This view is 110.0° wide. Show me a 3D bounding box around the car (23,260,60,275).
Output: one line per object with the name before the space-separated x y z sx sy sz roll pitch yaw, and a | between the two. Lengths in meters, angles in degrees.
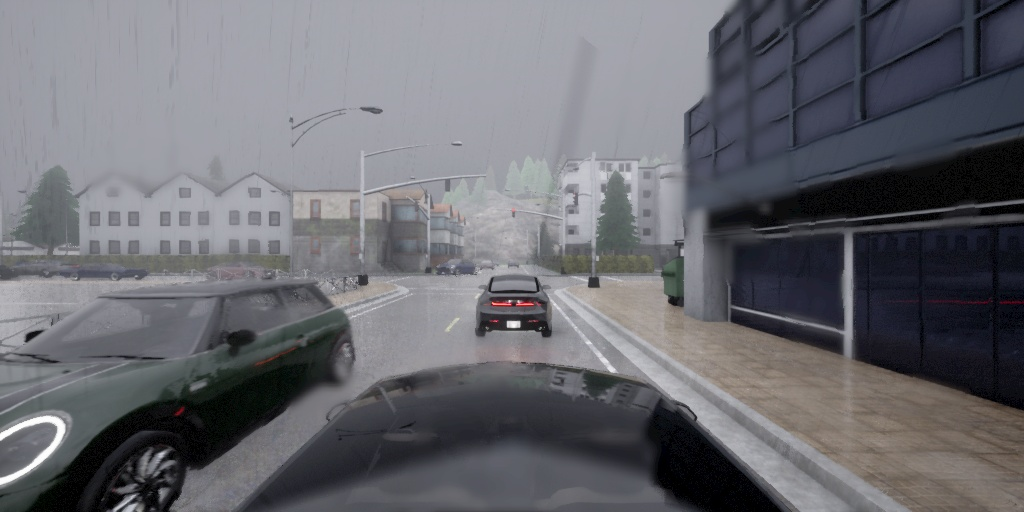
car | -39.486 1.065 30.245 4.902 1.511 2.128 0 0 0

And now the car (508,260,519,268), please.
car | 0.199 1.351 60.949 1.895 1.301 4.718 0 0 -1

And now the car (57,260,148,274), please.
car | -29.904 1.174 26.509 4.718 1.301 1.895 0 0 0

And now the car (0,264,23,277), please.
car | -40.126 1.174 26.592 4.718 1.301 1.895 0 0 1

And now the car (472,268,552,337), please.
car | 0.070 1.255 10.298 1.837 1.490 4.892 0 0 1

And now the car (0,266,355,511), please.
car | -3.597 1.102 3.914 2.097 1.767 4.553 0 0 0

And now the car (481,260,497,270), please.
car | -3.511 1.275 50.241 1.812 1.442 4.674 0 0 0

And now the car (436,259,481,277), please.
car | -5.207 1.020 33.928 2.097 1.767 4.553 0 -2 24

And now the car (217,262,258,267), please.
car | -19.883 1.138 26.460 4.181 1.385 1.994 0 0 0
